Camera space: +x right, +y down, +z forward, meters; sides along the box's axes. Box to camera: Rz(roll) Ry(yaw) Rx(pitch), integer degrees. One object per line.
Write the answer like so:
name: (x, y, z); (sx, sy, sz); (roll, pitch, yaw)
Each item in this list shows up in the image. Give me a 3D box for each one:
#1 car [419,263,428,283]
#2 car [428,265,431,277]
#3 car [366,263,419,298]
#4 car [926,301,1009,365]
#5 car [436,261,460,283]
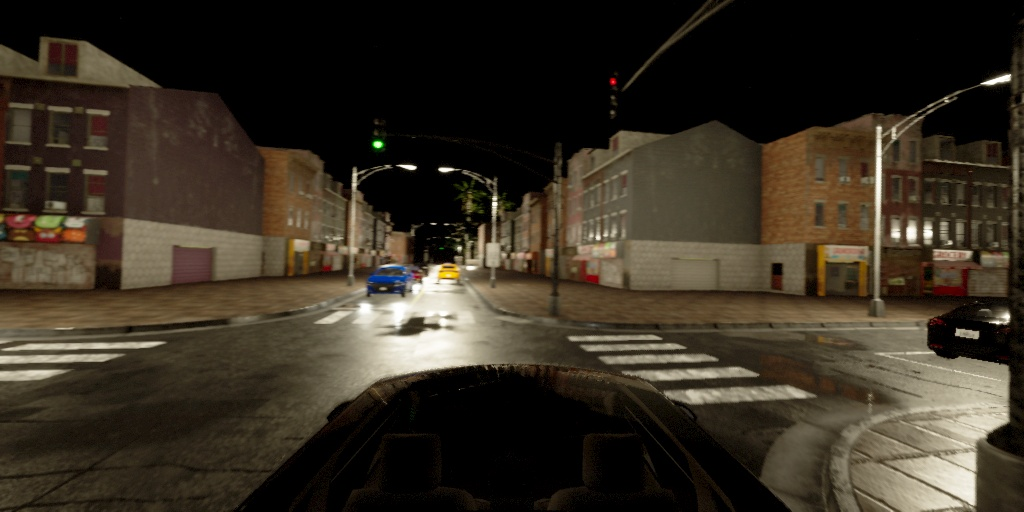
car: (-8.188, 1.461, 29.139); (1.994, 1.385, 4.181); (2, -1, -10)
car: (-9.995, 1.491, 39.385); (1.837, 1.490, 4.892); (2, -1, -10)
car: (-6.430, 1.291, 19.345); (1.882, 1.535, 5.008); (2, -1, -9)
car: (11.077, 1.635, 7.479); (4.313, 1.339, 1.948); (0, 0, -10)
car: (-5.601, 1.475, 31.558); (1.882, 1.535, 5.008); (2, -1, -10)
